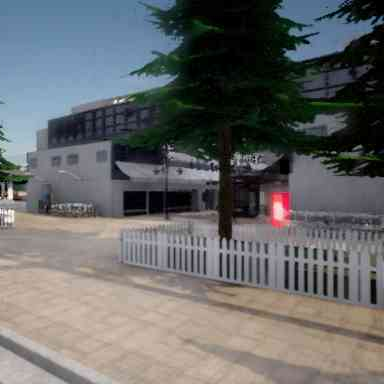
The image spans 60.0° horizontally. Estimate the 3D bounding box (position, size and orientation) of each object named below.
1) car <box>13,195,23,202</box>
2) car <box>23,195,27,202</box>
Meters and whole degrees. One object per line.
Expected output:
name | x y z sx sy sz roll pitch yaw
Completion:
car | -38.832 1.451 75.434 4.514 1.523 2.007 0 0 36
car | -27.653 1.214 59.363 4.605 1.855 1.932 0 0 36
